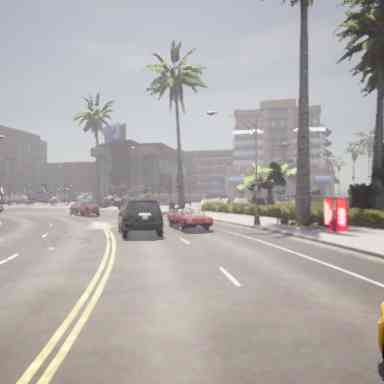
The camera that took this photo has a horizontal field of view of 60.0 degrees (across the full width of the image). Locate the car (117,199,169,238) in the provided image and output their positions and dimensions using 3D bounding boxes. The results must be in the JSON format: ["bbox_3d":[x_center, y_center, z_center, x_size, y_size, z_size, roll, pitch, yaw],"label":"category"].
[{"bbox_3d":[-3.088,1.410,19.434,2.150,2.045,5.566,0,0,-15],"label":"car"}]

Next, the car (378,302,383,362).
[{"bbox_3d":[3.309,1.485,2.147,1.882,1.535,5.008,0,-1,-2],"label":"car"}]

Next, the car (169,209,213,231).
[{"bbox_3d":[-0.280,1.802,22.159,1.895,1.301,4.718,0,-1,-18],"label":"car"}]

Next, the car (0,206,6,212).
[{"bbox_3d":[-27.818,2.118,45.660,4.718,1.301,1.895,-1,-1,28],"label":"car"}]

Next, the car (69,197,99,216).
[{"bbox_3d":[-12.094,1.733,37.196,2.097,1.767,4.553,0,-1,-37],"label":"car"}]

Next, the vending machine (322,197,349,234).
[{"bbox_3d":[8.333,1.338,19.302,1.100,2.100,0.880,0,-1,-14],"label":"vending machine"}]

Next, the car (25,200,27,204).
[{"bbox_3d":[-42.250,2.321,83.976,4.193,1.474,1.816,0,-1,12],"label":"car"}]
